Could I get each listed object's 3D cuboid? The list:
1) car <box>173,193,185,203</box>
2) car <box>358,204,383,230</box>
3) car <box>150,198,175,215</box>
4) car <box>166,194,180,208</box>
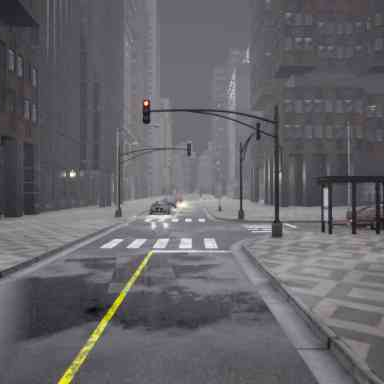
[{"bbox_3d":[-3.129,1.226,68.708,2.150,2.045,5.566,0,0,0],"label":"car"},{"bbox_3d":[11.470,1.430,19.142,4.674,1.442,1.812,0,-1,0],"label":"car"},{"bbox_3d":[-3.162,1.572,34.144,1.994,1.385,4.181,0,0,0],"label":"car"},{"bbox_3d":[-3.186,1.488,47.370,1.882,1.535,5.008,0,0,0],"label":"car"}]
